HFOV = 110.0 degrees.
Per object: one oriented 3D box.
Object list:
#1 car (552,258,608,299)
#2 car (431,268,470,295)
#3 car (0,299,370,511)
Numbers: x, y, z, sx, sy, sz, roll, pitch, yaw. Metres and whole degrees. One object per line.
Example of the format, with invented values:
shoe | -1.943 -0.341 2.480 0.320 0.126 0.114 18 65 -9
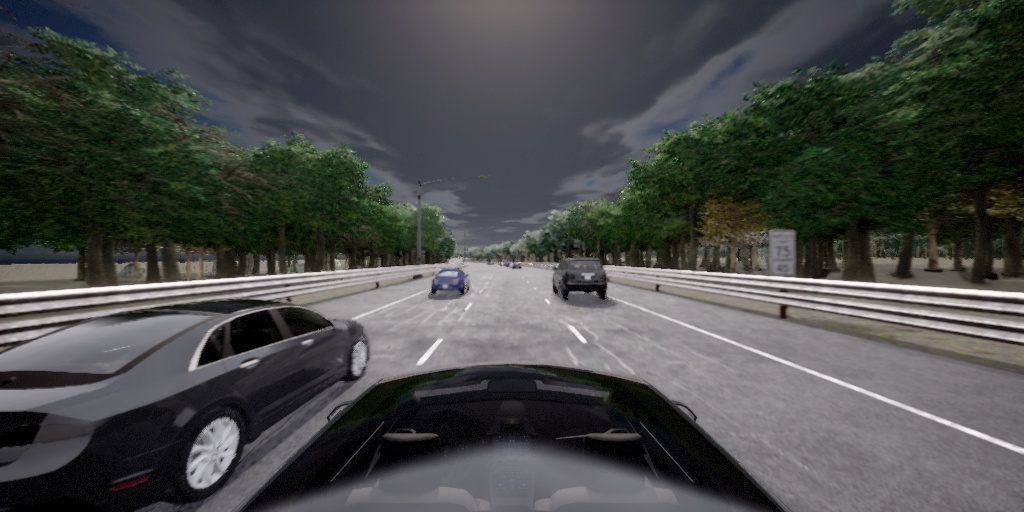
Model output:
car | 3.473 1.125 19.252 2.150 2.045 5.566 0 -1 -1
car | -3.561 1.456 21.250 1.812 1.442 4.674 0 -1 -1
car | -3.409 1.283 4.414 1.837 1.490 4.892 0 -1 0
